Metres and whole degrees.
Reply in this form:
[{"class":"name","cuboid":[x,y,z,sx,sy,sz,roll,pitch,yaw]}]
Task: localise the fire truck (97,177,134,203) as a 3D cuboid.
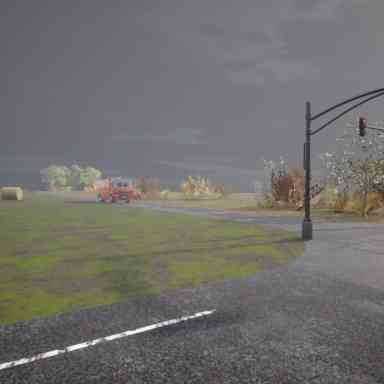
[{"class":"fire truck","cuboid":[-11.715,-0.354,50.059,2.891,3.827,8.468,1,0,-32]}]
